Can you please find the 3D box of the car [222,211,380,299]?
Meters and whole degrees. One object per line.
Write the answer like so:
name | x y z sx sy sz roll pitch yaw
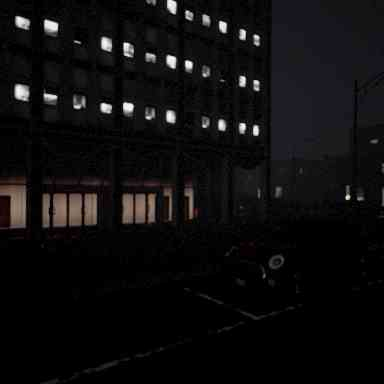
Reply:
car | 2.697 1.461 8.479 4.097 1.590 1.967 0 0 -36

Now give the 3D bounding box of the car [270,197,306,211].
car | 10.597 1.517 38.346 2.008 1.369 4.403 1 0 -35

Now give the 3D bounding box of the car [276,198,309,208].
car | 14.348 1.595 47.663 1.802 1.307 4.206 1 0 -35

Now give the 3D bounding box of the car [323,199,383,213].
car | 16.704 1.565 34.054 2.033 1.411 5.357 1 0 -35

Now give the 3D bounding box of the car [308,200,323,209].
car | 17.398 1.561 43.246 1.752 1.417 4.829 1 0 -35

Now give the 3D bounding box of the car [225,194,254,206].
car | 8.059 1.283 56.776 2.192 1.841 5.009 1 0 -35

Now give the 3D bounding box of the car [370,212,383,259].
car | 7.330 1.589 11.785 4.403 1.369 2.008 0 0 -36

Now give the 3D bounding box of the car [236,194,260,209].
car | 7.454 1.258 42.904 2.192 1.841 5.009 1 0 -35

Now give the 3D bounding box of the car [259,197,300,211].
car | 11.031 1.453 42.264 1.882 1.535 5.008 1 0 -35
